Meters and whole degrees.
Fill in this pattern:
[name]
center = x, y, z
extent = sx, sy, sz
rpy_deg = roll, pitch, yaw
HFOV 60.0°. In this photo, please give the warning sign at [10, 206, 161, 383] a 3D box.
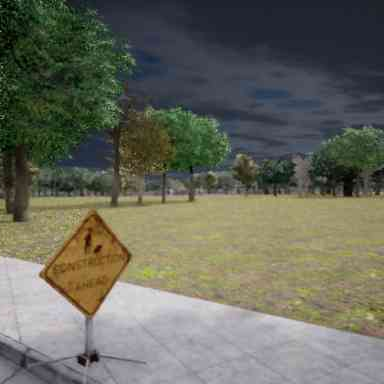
[warning sign]
center = -1.217, 1.134, 3.956
extent = 1.060, 1.860, 1.300
rpy_deg = 1, 0, 36
